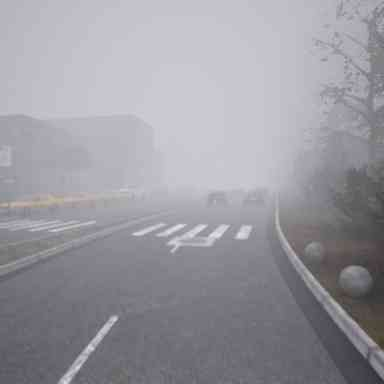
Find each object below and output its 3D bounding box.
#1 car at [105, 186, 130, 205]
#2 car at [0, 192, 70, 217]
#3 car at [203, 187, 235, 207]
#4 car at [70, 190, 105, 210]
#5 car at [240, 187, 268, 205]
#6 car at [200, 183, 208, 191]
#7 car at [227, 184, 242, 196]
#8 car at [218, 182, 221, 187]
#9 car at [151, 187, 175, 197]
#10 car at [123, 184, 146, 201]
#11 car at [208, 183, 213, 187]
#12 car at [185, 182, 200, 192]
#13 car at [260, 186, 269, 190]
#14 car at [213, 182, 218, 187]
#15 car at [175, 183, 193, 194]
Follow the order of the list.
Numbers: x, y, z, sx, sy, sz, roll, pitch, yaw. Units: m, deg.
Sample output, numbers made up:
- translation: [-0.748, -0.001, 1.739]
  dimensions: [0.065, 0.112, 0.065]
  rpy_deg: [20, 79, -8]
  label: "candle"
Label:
- translation: [-8.819, 0.454, 34.669]
  dimensions: [1.946, 1.575, 5.366]
  rpy_deg: [0, 2, 14]
  label: "car"
- translation: [-11.513, 0.831, 23.961]
  dimensions: [1.946, 1.575, 5.366]
  rpy_deg: [0, 2, 14]
  label: "car"
- translation: [2.593, 0.529, 31.692]
  dimensions: [1.837, 1.490, 4.892]
  rpy_deg: [0, 1, 14]
  label: "car"
- translation: [-10.161, 0.641, 29.313]
  dimensions: [1.946, 1.575, 5.366]
  rpy_deg: [0, 2, 14]
  label: "car"
- translation: [6.237, 0.514, 33.043]
  dimensions: [1.994, 1.385, 4.181]
  rpy_deg: [0, 2, 15]
  label: "car"
- translation: [1.537, -0.993, 76.228]
  dimensions: [2.231, 1.521, 4.892]
  rpy_deg: [0, 2, 15]
  label: "car"
- translation: [6.417, 0.024, 46.748]
  dimensions: [1.812, 1.442, 4.674]
  rpy_deg: [0, 2, 14]
  label: "car"
- translation: [5.945, -1.604, 93.589]
  dimensions: [1.946, 1.575, 5.366]
  rpy_deg: [0, 2, 14]
  label: "car"
- translation: [-4.727, -0.084, 51.011]
  dimensions: [2.163, 1.488, 4.792]
  rpy_deg: [0, 2, 14]
  label: "car"
- translation: [-7.408, 0.010, 40.292]
  dimensions: [2.435, 2.045, 5.566]
  rpy_deg: [0, 2, 14]
  label: "car"
- translation: [3.261, -1.230, 82.876]
  dimensions: [1.946, 1.575, 5.366]
  rpy_deg: [0, 2, 14]
  label: "car"
- translation: [-0.699, -0.926, 67.073]
  dimensions: [2.435, 2.045, 5.566]
  rpy_deg: [0, 2, 14]
  label: "car"
- translation: [9.520, -0.028, 45.971]
  dimensions: [1.882, 1.535, 5.008]
  rpy_deg: [0, 2, 15]
  label: "car"
- translation: [4.654, -1.547, 88.439]
  dimensions: [2.185, 1.767, 4.553]
  rpy_deg: [0, 2, 14]
  label: "car"
- translation: [-2.030, -0.488, 61.758]
  dimensions: [2.231, 1.521, 4.892]
  rpy_deg: [0, 2, 14]
  label: "car"
